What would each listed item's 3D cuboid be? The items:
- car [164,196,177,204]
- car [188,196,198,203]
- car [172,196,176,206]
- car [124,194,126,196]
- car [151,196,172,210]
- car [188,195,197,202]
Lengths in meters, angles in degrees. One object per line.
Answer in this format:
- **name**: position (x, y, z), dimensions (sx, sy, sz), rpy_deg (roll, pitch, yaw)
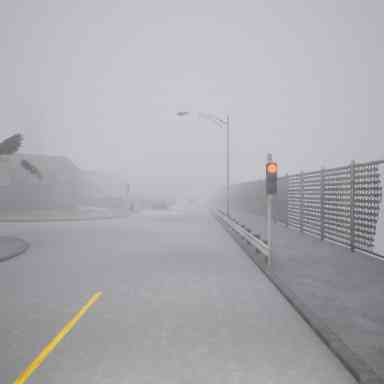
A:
- **car**: position (-3.999, 1.547, 62.952), dimensions (2.033, 1.411, 5.357), rpy_deg (0, 0, 0)
- **car**: position (0.168, 1.547, 67.996), dimensions (2.033, 1.411, 5.357), rpy_deg (0, 0, -1)
- **car**: position (-4.041, 1.505, 52.496), dimensions (1.837, 1.490, 4.892), rpy_deg (0, 0, 0)
- **car**: position (-17.204, 1.134, 78.223), dimensions (3.633, 1.501, 1.845), rpy_deg (0, 0, 0)
- **car**: position (-4.058, 1.478, 42.778), dimensions (1.882, 1.535, 5.008), rpy_deg (0, 0, 0)
- **car**: position (0.074, 1.540, 78.624), dimensions (2.033, 1.411, 5.357), rpy_deg (0, 0, 0)
